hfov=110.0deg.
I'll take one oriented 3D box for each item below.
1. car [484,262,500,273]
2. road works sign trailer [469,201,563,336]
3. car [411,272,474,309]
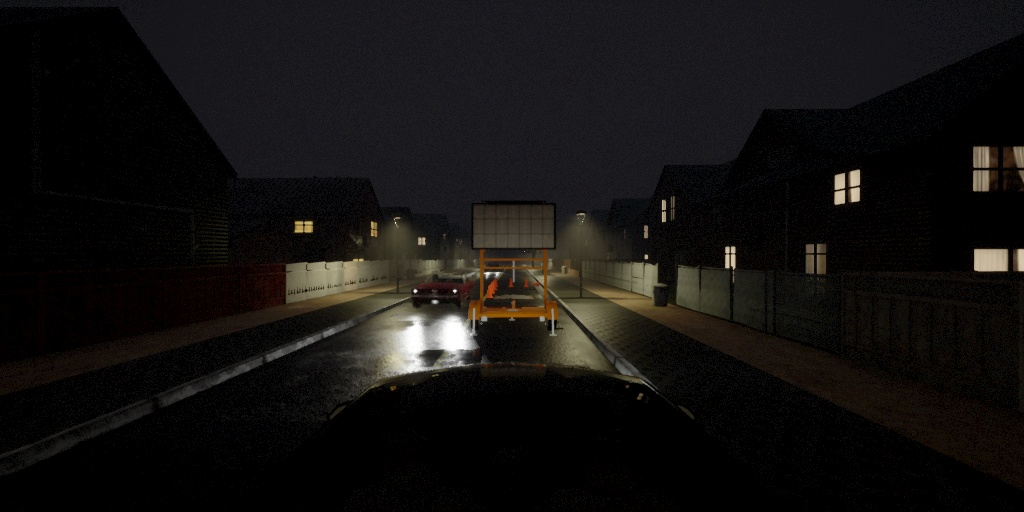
[{"bbox_3d":[-2.526,1.419,46.439,1.994,1.385,4.181,0,0,0],"label":"car"},{"bbox_3d":[0.049,0.214,10.396,2.380,3.560,2.880,0,0,1],"label":"road works sign trailer"},{"bbox_3d":[-2.784,1.354,15.169,1.895,1.301,4.718,0,0,0],"label":"car"}]
